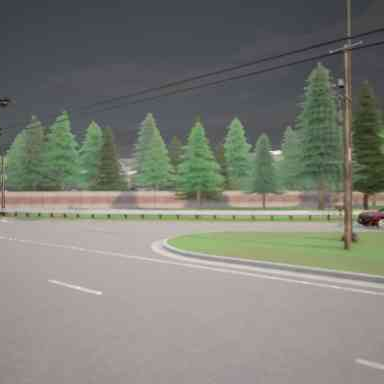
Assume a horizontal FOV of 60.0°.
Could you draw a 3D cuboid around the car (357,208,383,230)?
[{"bbox_3d":[13.008,1.489,20.786,5.008,1.535,1.882,0,0,-1],"label":"car"}]
